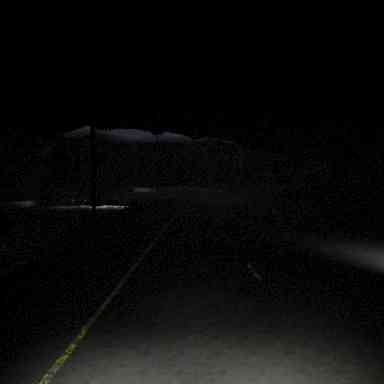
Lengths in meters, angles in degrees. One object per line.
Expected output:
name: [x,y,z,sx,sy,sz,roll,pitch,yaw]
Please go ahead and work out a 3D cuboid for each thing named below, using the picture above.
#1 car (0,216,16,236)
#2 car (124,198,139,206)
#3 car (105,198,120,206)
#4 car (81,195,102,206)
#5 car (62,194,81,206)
car: [-10.589,1.645,15.987,1.895,1.301,4.718,0,0,0]
car: [-10.505,1.729,58.095,1.812,1.442,4.674,0,0,0]
car: [-14.001,1.728,59.156,1.812,1.442,4.674,0,0,1]
car: [-17.499,1.560,59.137,2.097,1.767,4.553,0,0,0]
car: [-20.994,1.438,59.014,2.150,2.045,5.566,0,0,0]
